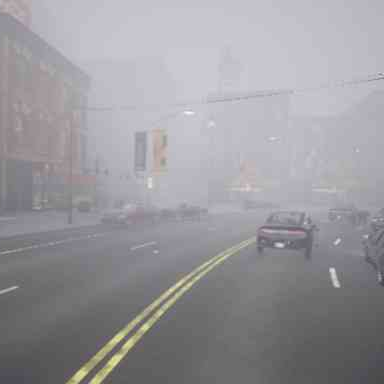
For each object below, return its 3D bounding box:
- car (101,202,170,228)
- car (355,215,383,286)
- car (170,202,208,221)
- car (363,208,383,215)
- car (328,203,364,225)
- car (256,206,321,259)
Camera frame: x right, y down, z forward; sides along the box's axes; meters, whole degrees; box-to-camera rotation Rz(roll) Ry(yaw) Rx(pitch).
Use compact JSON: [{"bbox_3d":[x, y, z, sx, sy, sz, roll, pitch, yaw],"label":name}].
[{"bbox_3d":[-3.657,1.374,20.979,2.002,1.452,4.674,1,0,28],"label":"car"},{"bbox_3d":[5.960,1.625,9.132,2.033,1.411,5.357,1,0,21],"label":"car"},{"bbox_3d":[-0.779,1.484,25.935,1.895,1.301,4.718,1,0,38],"label":"car"},{"bbox_3d":[12.541,1.705,20.683,2.033,1.411,5.357,1,0,39],"label":"car"},{"bbox_3d":[12.040,1.623,25.341,2.128,1.511,4.902,1,0,42],"label":"car"},{"bbox_3d":[3.824,1.513,12.900,2.128,1.511,4.902,1,0,24],"label":"car"}]
